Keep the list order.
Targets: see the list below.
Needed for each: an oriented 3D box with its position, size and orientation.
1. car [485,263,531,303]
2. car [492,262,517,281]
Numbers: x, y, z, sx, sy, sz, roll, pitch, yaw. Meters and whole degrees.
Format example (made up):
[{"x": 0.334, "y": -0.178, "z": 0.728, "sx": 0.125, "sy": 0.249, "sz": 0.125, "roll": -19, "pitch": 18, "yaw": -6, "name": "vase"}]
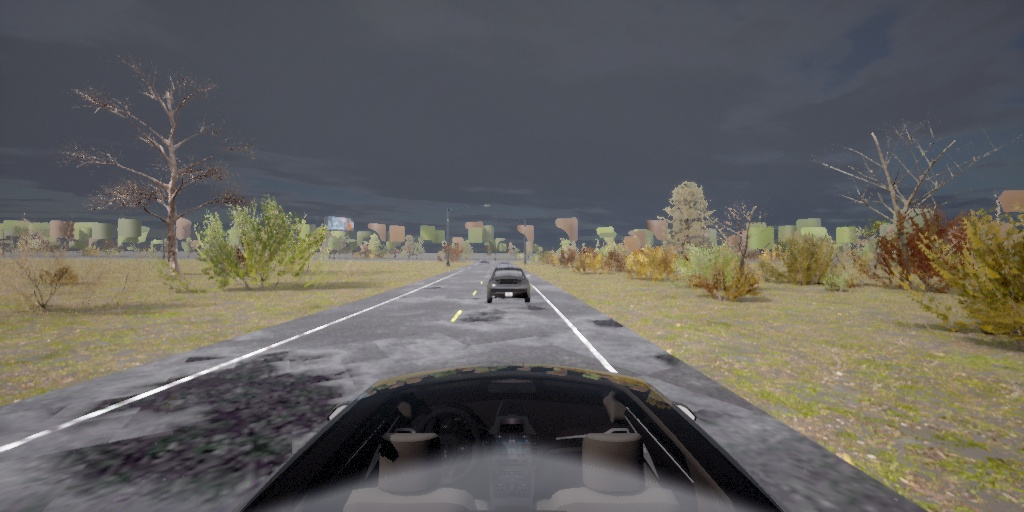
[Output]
[{"x": -0.179, "y": 1.258, "z": 16.573, "sx": 1.837, "sy": 1.490, "sz": 4.892, "roll": 0, "pitch": 0, "yaw": -1, "name": "car"}, {"x": -0.690, "y": 1.287, "z": 31.590, "sx": 2.033, "sy": 1.411, "sz": 5.357, "roll": 0, "pitch": 0, "yaw": -2, "name": "car"}]
